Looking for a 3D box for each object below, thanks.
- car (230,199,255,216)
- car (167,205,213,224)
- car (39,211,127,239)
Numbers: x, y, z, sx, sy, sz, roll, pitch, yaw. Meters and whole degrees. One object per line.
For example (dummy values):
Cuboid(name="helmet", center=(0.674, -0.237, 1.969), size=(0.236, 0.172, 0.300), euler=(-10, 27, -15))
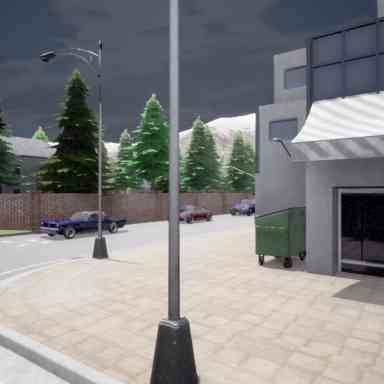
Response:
Cuboid(name="car", center=(5.884, 1.528, 35.091), size=(2.097, 1.767, 4.553), euler=(0, 0, 37))
Cuboid(name="car", center=(-0.108, 1.740, 27.008), size=(1.994, 1.385, 4.181), euler=(0, 0, 37))
Cuboid(name="car", center=(-6.089, 1.777, 18.942), size=(1.895, 1.301, 4.718), euler=(0, 0, 37))
